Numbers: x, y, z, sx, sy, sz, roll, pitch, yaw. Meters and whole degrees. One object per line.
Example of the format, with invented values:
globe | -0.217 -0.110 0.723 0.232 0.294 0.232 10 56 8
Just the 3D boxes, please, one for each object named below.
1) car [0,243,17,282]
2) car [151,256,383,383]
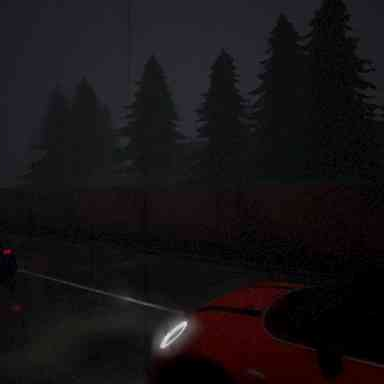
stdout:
car | -6.360 1.564 8.528 4.181 1.385 1.994 0 0 35
car | 1.814 1.352 2.699 4.553 1.767 2.097 0 0 35
